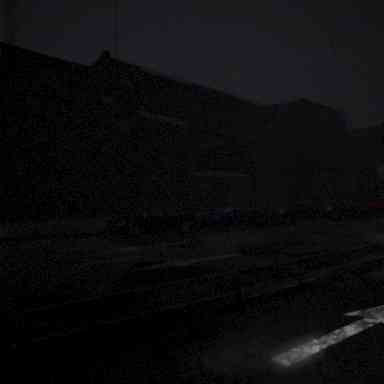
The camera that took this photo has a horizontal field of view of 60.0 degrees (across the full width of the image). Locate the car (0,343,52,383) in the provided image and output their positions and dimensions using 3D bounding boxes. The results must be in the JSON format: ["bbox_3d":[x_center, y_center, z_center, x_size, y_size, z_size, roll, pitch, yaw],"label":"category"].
[{"bbox_3d":[-3.074,1.498,1.247,4.902,1.511,2.128,0,0,-35],"label":"car"}]

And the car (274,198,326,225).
[{"bbox_3d":[6.936,1.255,23.436,4.553,1.767,2.185,0,0,-36],"label":"car"}]

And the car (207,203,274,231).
[{"bbox_3d":[2.523,1.438,20.274,4.674,1.452,2.002,0,0,-36],"label":"car"}]

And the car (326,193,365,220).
[{"bbox_3d":[11.425,1.237,26.656,4.553,1.767,2.185,0,0,-36],"label":"car"}]

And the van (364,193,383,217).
[{"bbox_3d":[15.796,1.119,29.789,4.442,1.987,1.878,0,0,-36],"label":"van"}]

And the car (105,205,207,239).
[{"bbox_3d":[-1.963,1.417,17.056,4.892,1.521,2.231,0,0,-36],"label":"car"}]
